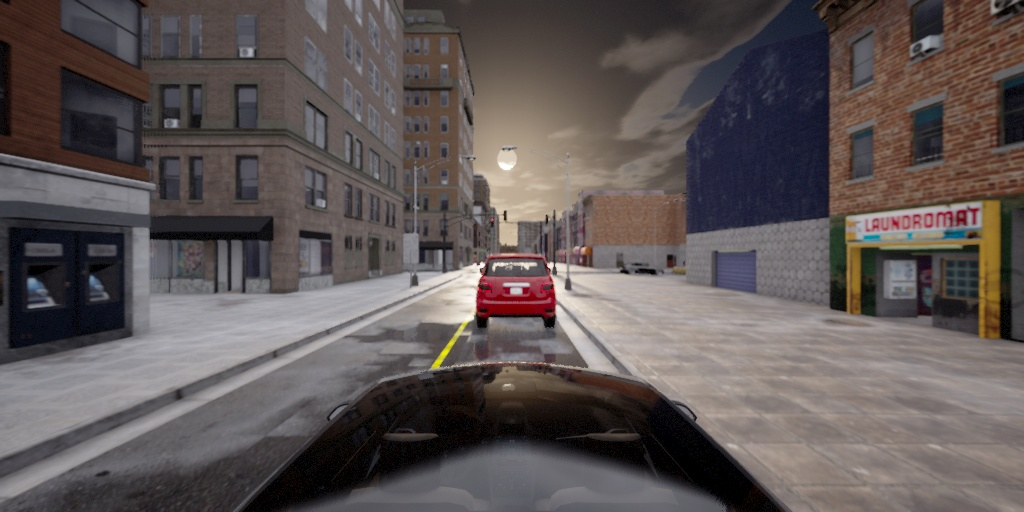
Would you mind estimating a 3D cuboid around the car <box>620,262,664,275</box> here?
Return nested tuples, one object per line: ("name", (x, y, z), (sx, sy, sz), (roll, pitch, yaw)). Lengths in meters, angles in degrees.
("car", (13.254, 1.308, 36.764), (4.313, 1.339, 1.948), (0, 0, 0))

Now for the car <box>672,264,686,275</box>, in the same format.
("car", (19.047, 1.312, 36.770), (4.829, 1.417, 1.751), (0, 0, 0))

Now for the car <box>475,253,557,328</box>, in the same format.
("car", (0.108, 0.934, 11.401), (2.150, 2.045, 5.566), (0, 0, 0))
